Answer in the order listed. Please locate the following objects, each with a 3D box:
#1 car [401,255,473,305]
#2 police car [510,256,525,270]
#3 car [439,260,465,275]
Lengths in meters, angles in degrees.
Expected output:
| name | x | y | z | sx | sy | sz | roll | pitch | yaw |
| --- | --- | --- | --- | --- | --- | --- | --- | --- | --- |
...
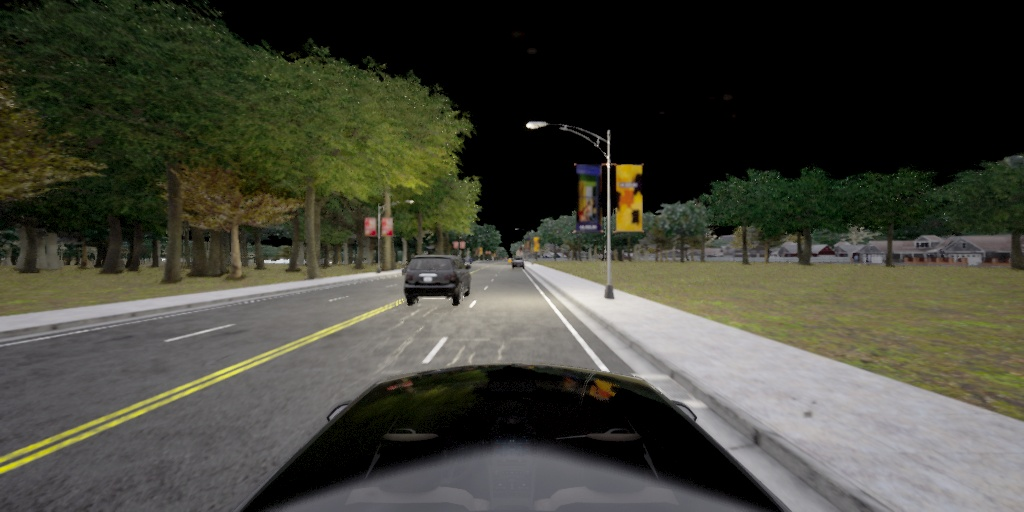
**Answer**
| name | x | y | z | sx | sy | sz | roll | pitch | yaw |
| --- | --- | --- | --- | --- | --- | --- | --- | --- | --- |
| car | -3.150 | 0.972 | 16.115 | 2.150 | 2.045 | 5.566 | 0 | 0 | 0 |
| police car | 0.977 | 1.204 | 54.958 | 1.930 | 1.638 | 5.238 | 0 | 0 | 0 |
| car | -6.582 | 1.254 | 39.927 | 2.128 | 1.511 | 4.902 | 0 | 0 | 0 |
